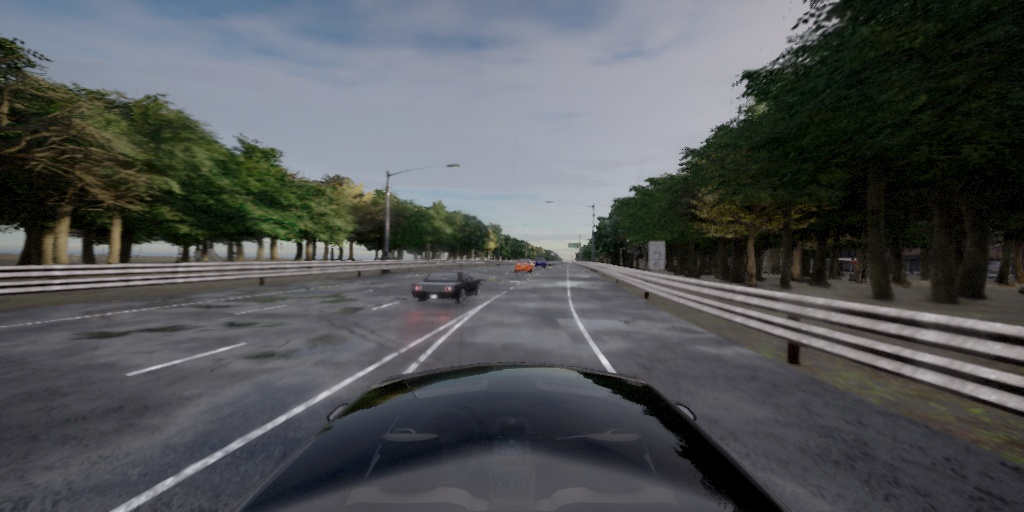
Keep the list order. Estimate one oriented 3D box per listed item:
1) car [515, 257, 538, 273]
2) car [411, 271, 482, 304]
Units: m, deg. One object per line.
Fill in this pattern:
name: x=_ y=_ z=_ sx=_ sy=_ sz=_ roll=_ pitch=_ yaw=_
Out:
car: x=1.649 y=1.171 z=44.897 sx=2.097 sy=1.767 sz=4.553 roll=1 pitch=0 yaw=9
car: x=-2.715 y=1.302 z=16.142 sx=1.895 sy=1.301 sz=4.718 roll=1 pitch=0 yaw=9
